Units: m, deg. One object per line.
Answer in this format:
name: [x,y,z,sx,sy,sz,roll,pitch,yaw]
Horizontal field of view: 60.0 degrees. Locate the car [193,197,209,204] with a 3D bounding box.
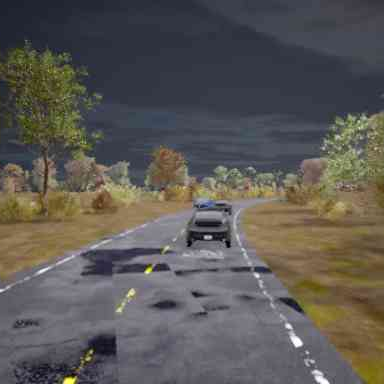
car: [1.415,1.430,41.341,1.882,1.535,5.008,0,0,12]

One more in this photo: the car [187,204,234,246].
car: [0.822,1.503,15.294,1.837,1.490,4.892,0,0,5]

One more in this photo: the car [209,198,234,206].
car: [3.099,1.475,33.202,1.837,1.490,4.892,0,0,10]

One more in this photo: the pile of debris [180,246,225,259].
pile of debris: [0.413,2.176,12.080,1.500,0.140,1.860,0,0,4]
